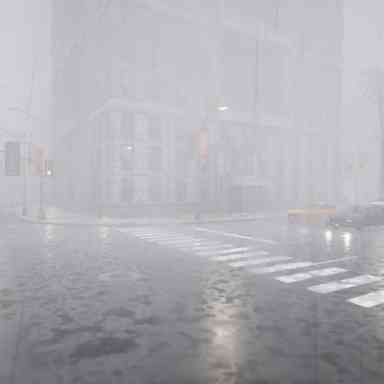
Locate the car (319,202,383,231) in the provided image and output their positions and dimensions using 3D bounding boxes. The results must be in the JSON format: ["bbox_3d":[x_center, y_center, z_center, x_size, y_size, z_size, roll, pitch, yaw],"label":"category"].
[{"bbox_3d":[10.770,1.547,20.926,5.357,1.411,2.033,0,0,-32],"label":"car"}]

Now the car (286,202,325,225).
[{"bbox_3d":[8.952,1.477,23.914,5.008,1.535,1.882,0,0,-32],"label":"car"}]

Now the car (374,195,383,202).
[{"bbox_3d":[17.637,1.221,29.220,5.566,2.045,2.150,0,0,-31],"label":"car"}]
